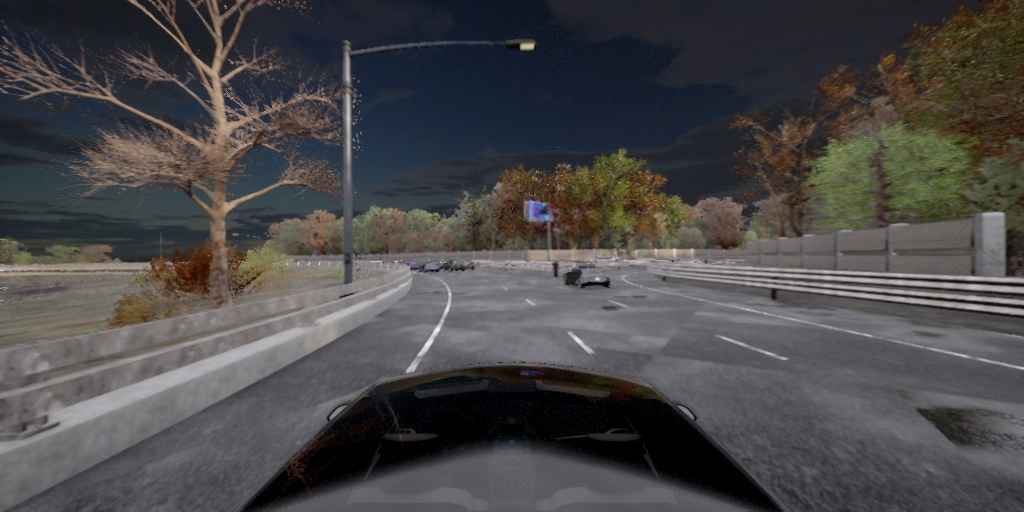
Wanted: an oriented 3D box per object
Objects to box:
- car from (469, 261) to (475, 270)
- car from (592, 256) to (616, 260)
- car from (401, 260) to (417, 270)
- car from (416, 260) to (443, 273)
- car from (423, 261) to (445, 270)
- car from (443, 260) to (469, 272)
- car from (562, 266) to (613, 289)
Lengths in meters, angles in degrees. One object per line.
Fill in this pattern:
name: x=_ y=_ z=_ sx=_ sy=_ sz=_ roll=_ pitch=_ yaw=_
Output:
car: x=-7.317 y=1.482 z=56.159 sx=1.812 sy=1.442 sz=4.674 roll=0 pitch=0 yaw=-30
car: x=15.015 y=1.030 z=61.053 sx=5.566 sy=2.045 sz=2.150 roll=-1 pitch=0 yaw=-3
car: x=-15.384 y=1.557 z=56.028 sx=1.812 sy=1.442 sz=4.674 roll=0 pitch=0 yaw=-34
car: x=-11.168 y=1.536 z=48.445 sx=1.994 sy=1.385 sz=4.181 roll=0 pitch=0 yaw=-27
car: x=-12.771 y=1.538 z=58.450 sx=1.812 sy=1.442 sz=4.674 roll=0 pitch=0 yaw=-34
car: x=-8.180 y=1.300 z=50.276 sx=2.097 sy=1.767 sz=4.553 roll=0 pitch=0 yaw=-27
car: x=4.704 y=1.327 z=23.295 sx=1.994 sy=1.385 sz=4.181 roll=0 pitch=0 yaw=-11
